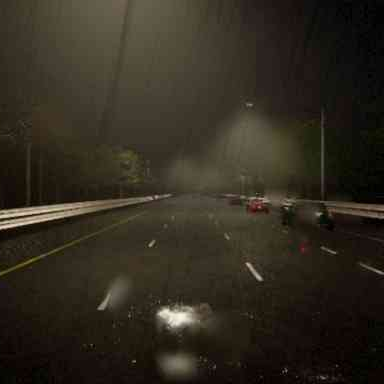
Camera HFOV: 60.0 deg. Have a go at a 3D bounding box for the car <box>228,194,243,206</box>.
[{"bbox_3d":[7.088,1.536,54.535,1.812,1.442,4.674,0,0,0],"label":"car"}]

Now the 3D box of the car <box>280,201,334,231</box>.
[{"bbox_3d":[7.016,1.354,20.801,2.097,1.767,4.553,0,0,0],"label":"car"}]

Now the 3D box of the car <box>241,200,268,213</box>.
[{"bbox_3d":[7.051,1.570,36.649,1.994,1.385,4.181,0,0,0],"label":"car"}]
